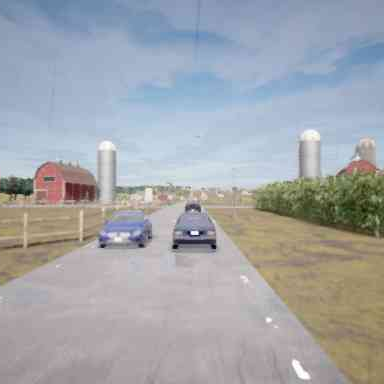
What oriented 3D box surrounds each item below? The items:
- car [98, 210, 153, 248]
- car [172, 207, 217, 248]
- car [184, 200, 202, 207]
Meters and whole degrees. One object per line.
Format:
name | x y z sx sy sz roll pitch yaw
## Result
car | -2.849 1.588 15.178 1.812 1.442 4.674 0 0 0
car | 0.100 1.609 15.035 2.033 1.411 5.357 0 0 0
car | 0.101 1.740 38.956 1.837 1.490 4.892 0 -1 0
